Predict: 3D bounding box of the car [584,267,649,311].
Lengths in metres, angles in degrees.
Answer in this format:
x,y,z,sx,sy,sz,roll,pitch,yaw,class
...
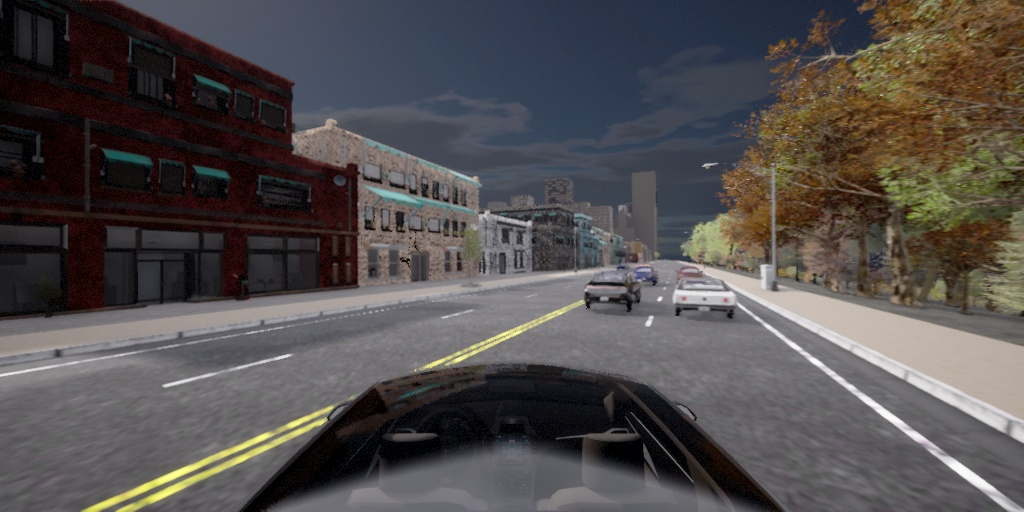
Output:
x,y,z,sx,sy,sz,roll,pitch,yaw,class
4.425,1.390,15.397,2.128,1.511,4.902,0,-1,25,car

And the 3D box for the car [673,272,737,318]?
x,y,z,sx,sy,sz,roll,pitch,yaw,class
7.265,1.477,13.804,1.895,1.301,4.718,0,-1,25,car

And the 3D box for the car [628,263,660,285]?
x,y,z,sx,sy,sz,roll,pitch,yaw,class
10.886,1.570,29.371,1.812,1.442,4.674,0,0,25,car

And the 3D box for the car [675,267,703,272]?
x,y,z,sx,sy,sz,roll,pitch,yaw,class
13.835,1.552,28.002,1.812,1.442,4.674,0,0,25,car
